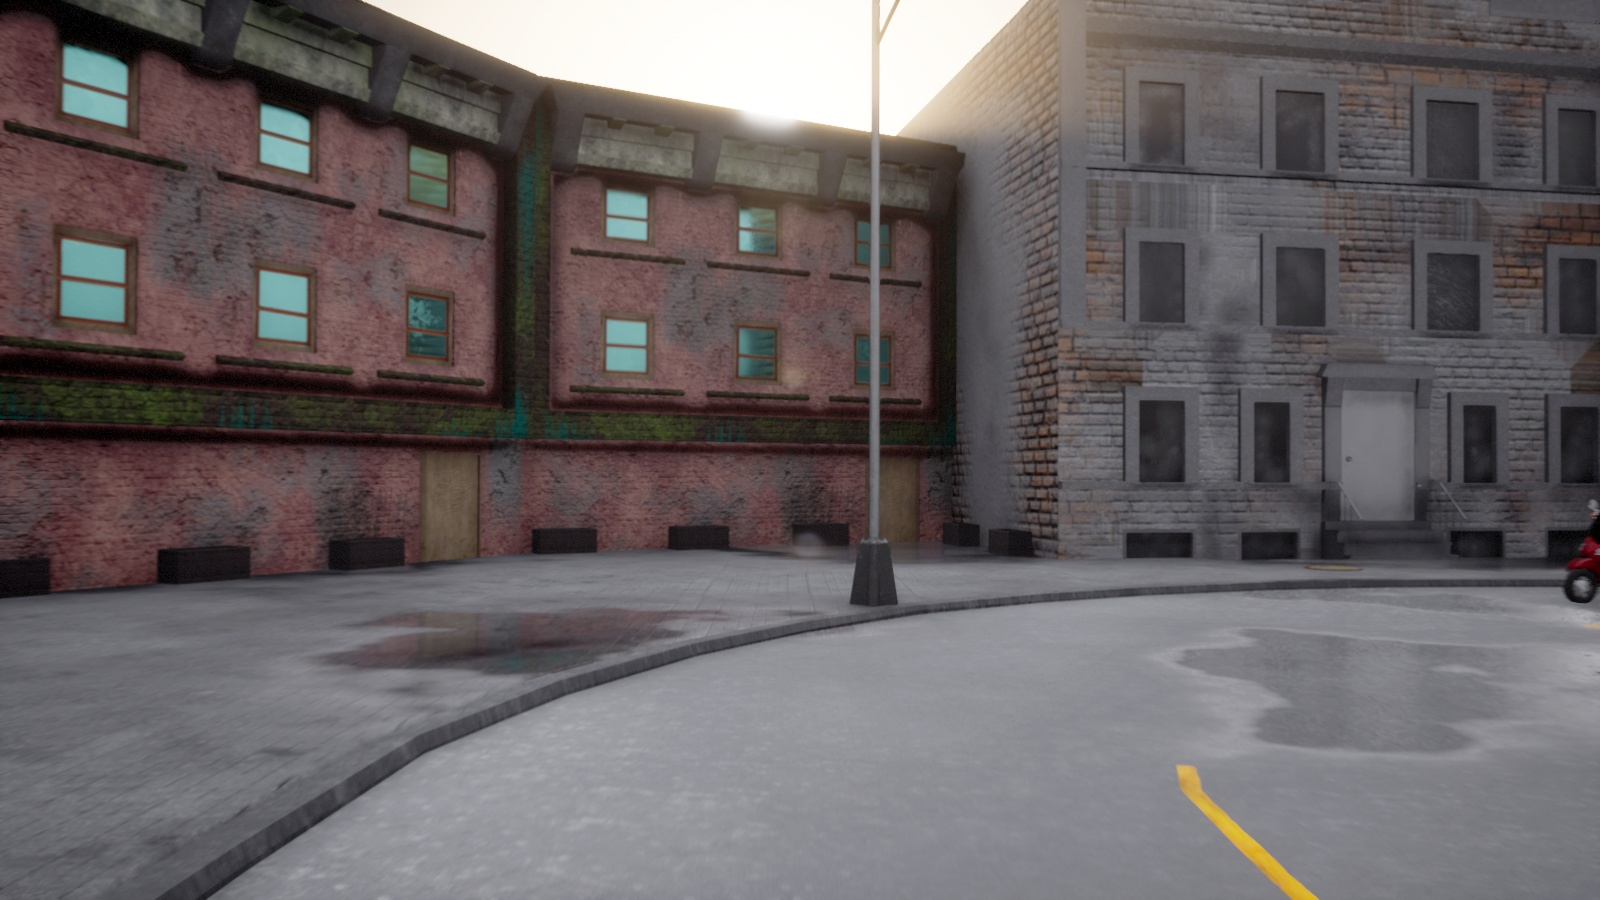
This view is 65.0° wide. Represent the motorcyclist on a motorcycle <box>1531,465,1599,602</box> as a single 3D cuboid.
[{"bbox_3d":[10.023,0.985,15.236,1.817,1.590,0.866,0,0,-4],"label":"motorcyclist on a motorcycle"}]
